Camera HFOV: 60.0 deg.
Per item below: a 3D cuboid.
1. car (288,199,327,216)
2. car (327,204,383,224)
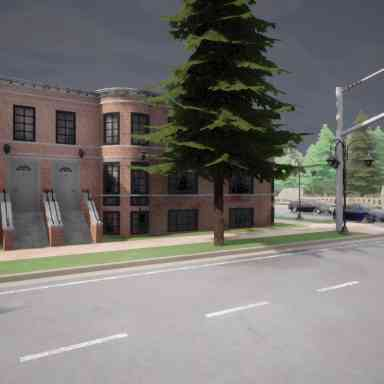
[{"bbox_3d":[11.808,1.490,33.096,2.128,1.511,4.902,0,0,-30],"label":"car"},{"bbox_3d":[12.559,1.564,24.575,1.994,1.385,4.181,0,0,-26],"label":"car"}]
